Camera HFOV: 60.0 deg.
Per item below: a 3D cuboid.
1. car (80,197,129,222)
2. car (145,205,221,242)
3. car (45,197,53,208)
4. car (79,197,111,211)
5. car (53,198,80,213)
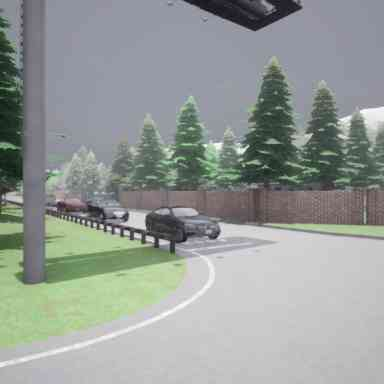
[{"bbox_3d":[-6.050,1.316,23.631,2.128,1.511,4.902,0,0,-33],"label":"car"},{"bbox_3d":[-0.610,1.349,15.389,1.812,1.442,4.674,0,0,-33],"label":"car"},{"bbox_3d":[-18.244,1.388,42.205,1.994,1.385,4.181,0,0,-33],"label":"car"},{"bbox_3d":[-11.149,1.314,38.079,2.128,1.511,4.902,0,0,-33],"label":"car"},{"bbox_3d":[-11.746,1.301,32.276,1.882,1.535,5.008,0,0,-33],"label":"car"}]
